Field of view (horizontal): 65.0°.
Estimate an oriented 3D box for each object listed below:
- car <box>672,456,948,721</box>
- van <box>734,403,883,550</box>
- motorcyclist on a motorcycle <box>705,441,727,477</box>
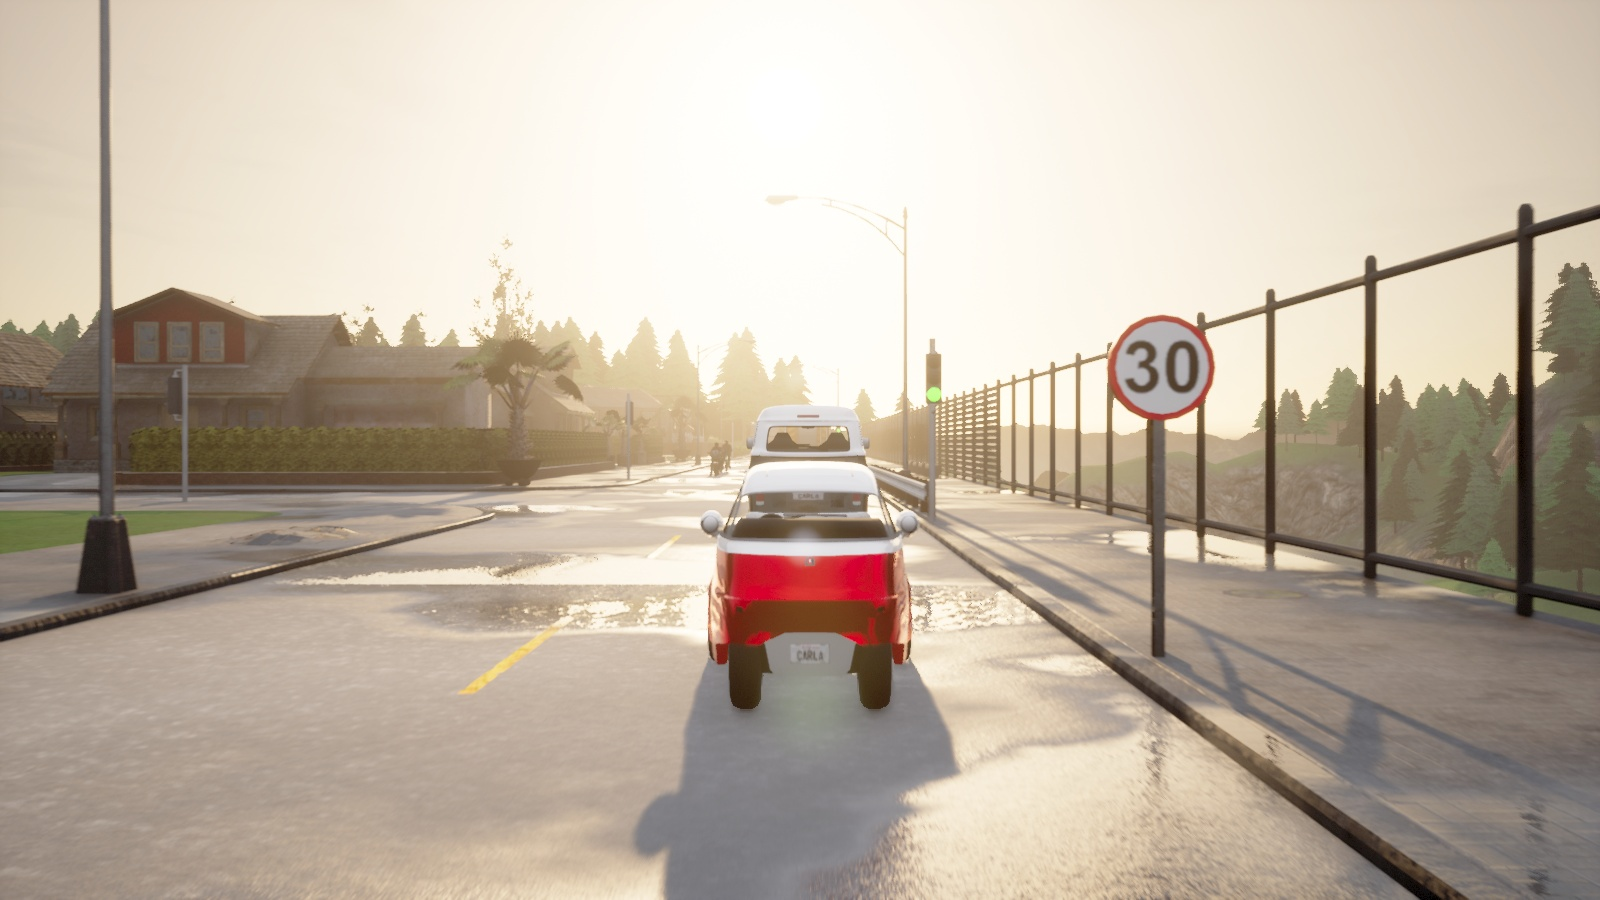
[{"bbox_3d":[0.060,0.752,7.867,1.481,1.376,2.207,0,1,0],"label":"car"},{"bbox_3d":[0.127,0.349,19.638,2.069,2.038,4.480,0,0,0],"label":"van"},{"bbox_3d":[-3.671,0.386,55.161,0.797,1.523,2.044,0,0,0],"label":"motorcyclist on a motorcycle"}]
